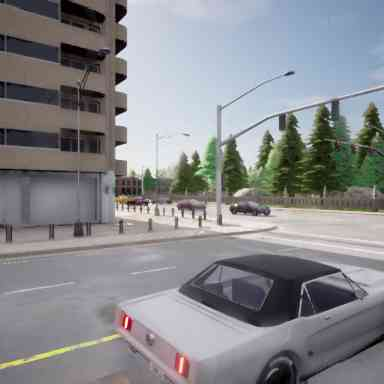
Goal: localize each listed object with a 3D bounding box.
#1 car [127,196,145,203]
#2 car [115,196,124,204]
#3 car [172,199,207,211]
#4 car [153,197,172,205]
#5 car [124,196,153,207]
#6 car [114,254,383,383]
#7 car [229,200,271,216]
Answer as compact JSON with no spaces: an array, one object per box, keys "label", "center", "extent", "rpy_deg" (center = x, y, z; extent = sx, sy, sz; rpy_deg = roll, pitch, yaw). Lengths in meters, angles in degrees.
[{"label":"car","center":[-11.655,1.581,69.477],"extent":[1.812,1.442,4.674],"rpy_deg":[0,0,-36]},{"label":"car","center":[-14.271,1.533,67.129],"extent":[1.882,1.535,5.008],"rpy_deg":[0,0,-36]},{"label":"car","center":[-0.111,1.582,41.112],"extent":[1.812,1.442,4.674],"rpy_deg":[0,0,-35]},{"label":"car","center":[-5.626,1.603,61.120],"extent":[2.033,1.411,5.357],"rpy_deg":[0,0,-36]},{"label":"car","center":[-8.606,1.656,52.968],"extent":[1.895,1.301,4.718],"rpy_deg":[0,0,-35]},{"label":"car","center":[1.445,1.601,4.808],"extent":[4.718,1.301,1.895],"rpy_deg":[0,0,-35]},{"label":"car","center":[5.671,1.581,33.071],"extent":[1.812,1.442,4.674],"rpy_deg":[0,0,-36]}]
